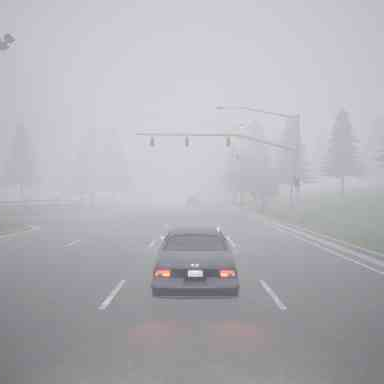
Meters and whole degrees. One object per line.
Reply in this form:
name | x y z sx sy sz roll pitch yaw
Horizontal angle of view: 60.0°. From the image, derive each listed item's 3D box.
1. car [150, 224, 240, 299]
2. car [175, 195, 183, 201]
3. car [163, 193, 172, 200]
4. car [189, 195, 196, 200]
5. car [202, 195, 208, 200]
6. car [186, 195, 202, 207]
car | 0.079 1.547 8.633 2.033 1.411 5.357 0 0 1
car | -3.367 1.522 86.654 1.812 1.442 4.674 0 0 0
car | -6.856 1.225 94.189 2.150 2.045 5.566 0 0 0
car | 0.144 1.539 94.148 2.033 1.411 5.357 0 0 0
car | 3.644 1.500 94.143 1.837 1.490 4.892 0 0 0
car | 0.078 1.351 52.672 2.097 1.767 4.553 0 0 0
